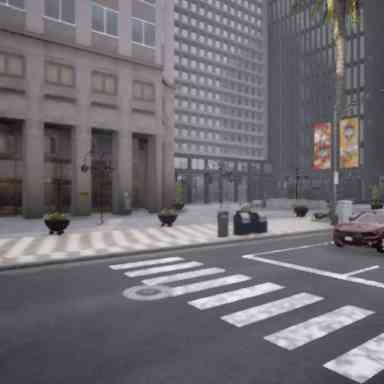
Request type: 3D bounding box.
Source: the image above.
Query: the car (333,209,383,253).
[{"bbox_3d":[7.883,1.473,13.876,5.008,1.535,1.882,0,0,-36],"label":"car"}]
